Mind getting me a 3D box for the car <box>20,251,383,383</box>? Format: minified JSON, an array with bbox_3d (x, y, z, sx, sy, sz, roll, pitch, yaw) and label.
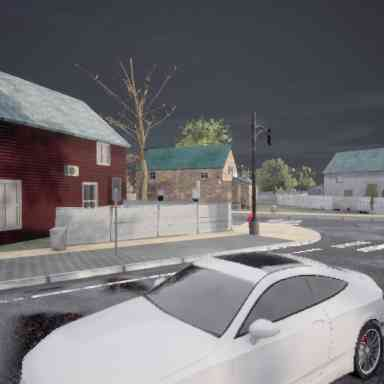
[{"bbox_3d":[0.560,1.528,3.957,4.674,1.442,1.812,0,0,-35],"label":"car"}]
